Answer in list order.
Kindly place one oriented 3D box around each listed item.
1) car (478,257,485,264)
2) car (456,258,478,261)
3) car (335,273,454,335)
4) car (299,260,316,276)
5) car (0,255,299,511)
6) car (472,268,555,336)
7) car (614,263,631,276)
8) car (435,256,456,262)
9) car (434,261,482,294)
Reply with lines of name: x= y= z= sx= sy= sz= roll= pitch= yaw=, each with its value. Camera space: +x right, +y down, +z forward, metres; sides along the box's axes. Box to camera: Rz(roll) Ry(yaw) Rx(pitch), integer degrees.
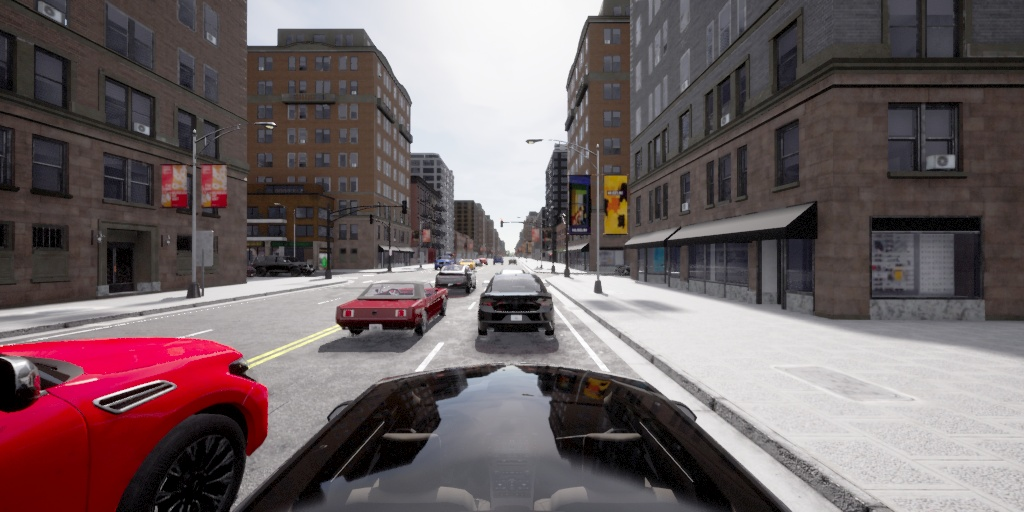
car: x=-6.445 y=1.301 z=63.593 sx=1.994 sy=1.385 sz=4.181 roll=0 pitch=0 yaw=1
car: x=-6.500 y=1.221 z=52.495 sx=1.882 sy=1.535 sz=5.008 roll=0 pitch=0 yaw=0
car: x=-3.133 y=1.351 z=10.485 sx=1.895 sy=1.301 sz=4.718 roll=0 pitch=0 yaw=0
car: x=-22.125 y=0.963 z=34.740 sx=5.566 sy=2.045 sz=2.150 roll=0 pitch=0 yaw=0
car: x=-3.151 y=0.969 z=0.651 sx=2.150 sy=2.045 sz=5.566 roll=0 pitch=0 yaw=0
car: x=0.111 y=1.227 z=10.478 sx=1.882 sy=1.535 sz=5.008 roll=0 pitch=0 yaw=0
car: x=13.305 y=1.278 z=37.789 sx=4.902 sy=1.511 sz=2.128 roll=0 pitch=0 yaw=0
car: x=-9.744 y=0.965 z=52.117 sx=2.150 sy=2.045 sz=5.566 roll=0 pitch=0 yaw=0
car: x=-3.110 y=1.240 z=20.393 sx=2.128 sy=1.511 sz=4.902 roll=0 pitch=0 yaw=0
